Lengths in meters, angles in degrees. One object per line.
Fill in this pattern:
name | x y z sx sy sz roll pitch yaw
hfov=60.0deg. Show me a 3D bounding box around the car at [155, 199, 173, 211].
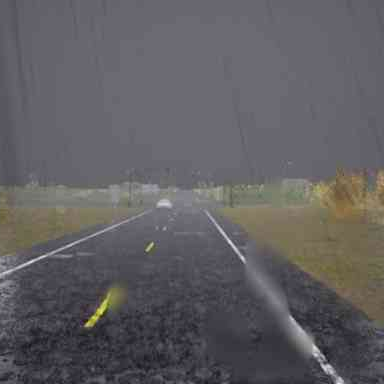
car | -3.509 1.664 42.785 1.812 1.442 4.674 0 0 0
